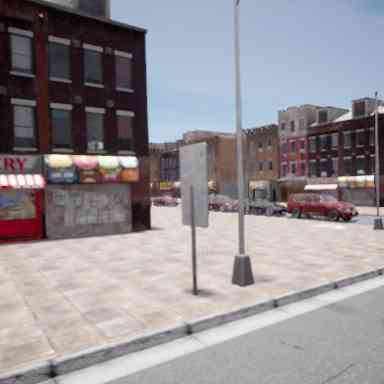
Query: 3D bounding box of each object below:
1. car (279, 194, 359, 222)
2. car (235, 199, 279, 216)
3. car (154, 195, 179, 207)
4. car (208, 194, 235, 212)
[{"bbox_3d":[9.146,1.060,23.835,2.192,1.841,5.009,-1,2,-35],"label":"car"},{"bbox_3d":[6.044,1.246,28.262,1.947,1.339,4.313,-2,2,-35],"label":"car"},{"bbox_3d":[-3.269,1.075,41.525,1.802,1.307,4.206,-2,2,-35],"label":"car"},{"bbox_3d":[2.938,1.057,32.680,1.967,1.590,4.097,-2,2,-35],"label":"car"}]
